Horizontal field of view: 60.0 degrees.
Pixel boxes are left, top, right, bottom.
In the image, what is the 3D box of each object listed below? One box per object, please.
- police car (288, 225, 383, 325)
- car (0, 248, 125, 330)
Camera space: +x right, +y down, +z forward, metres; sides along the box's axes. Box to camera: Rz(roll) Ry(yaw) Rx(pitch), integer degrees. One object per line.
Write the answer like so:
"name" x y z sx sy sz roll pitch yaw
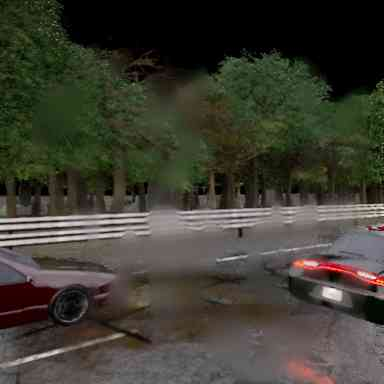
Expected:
"police car" 4.305 1.498 6.840 4.974 1.542 2.038 0 0 -34
"car" -3.853 1.540 5.274 5.357 1.411 2.033 0 0 -35
